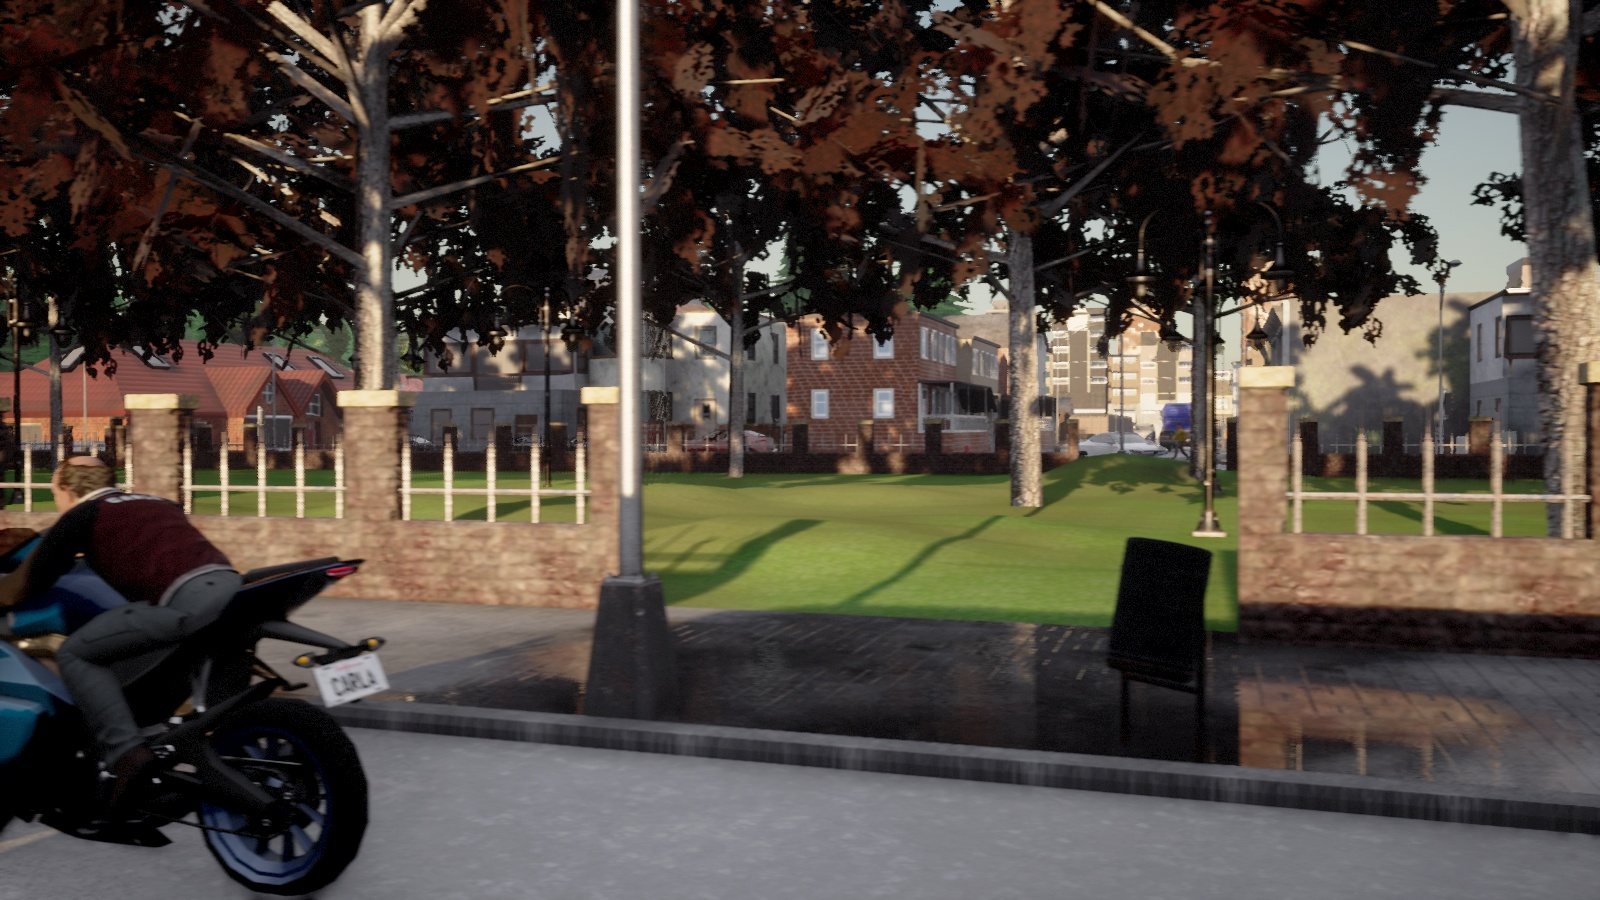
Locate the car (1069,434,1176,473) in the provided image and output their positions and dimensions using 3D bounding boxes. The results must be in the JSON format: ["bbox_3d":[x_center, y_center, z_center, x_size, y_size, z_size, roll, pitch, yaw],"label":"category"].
[{"bbox_3d":[12.714,0.102,49.821,1.812,1.442,4.674,0,1,-20],"label":"car"}]

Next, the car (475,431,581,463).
[{"bbox_3d":[-13.022,-0.159,60.113,4.674,1.442,1.812,1,1,19],"label":"car"}]

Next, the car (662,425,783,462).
[{"bbox_3d":[-3.508,-0.319,56.876,5.027,1.651,2.152,0,1,19],"label":"car"}]

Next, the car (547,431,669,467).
[{"bbox_3d":[-8.271,-0.068,54.207,4.892,1.490,1.837,0,1,16],"label":"car"}]

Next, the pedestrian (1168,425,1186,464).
[{"bbox_3d":[18.010,-0.272,59.983,0.709,1.840,0.431,0,1,-4],"label":"pedestrian"}]

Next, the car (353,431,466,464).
[{"bbox_3d":[-17.848,-0.134,57.398,4.674,1.442,1.812,0,1,15],"label":"car"}]

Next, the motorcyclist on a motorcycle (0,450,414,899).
[{"bbox_3d":[-2.611,0.778,4.600,2.191,1.530,0.866,1,1,19],"label":"motorcyclist on a motorcycle"}]

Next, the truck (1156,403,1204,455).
[{"bbox_3d":[26.260,-1.442,86.505,2.891,3.462,7.936,1,1,19],"label":"truck"}]
